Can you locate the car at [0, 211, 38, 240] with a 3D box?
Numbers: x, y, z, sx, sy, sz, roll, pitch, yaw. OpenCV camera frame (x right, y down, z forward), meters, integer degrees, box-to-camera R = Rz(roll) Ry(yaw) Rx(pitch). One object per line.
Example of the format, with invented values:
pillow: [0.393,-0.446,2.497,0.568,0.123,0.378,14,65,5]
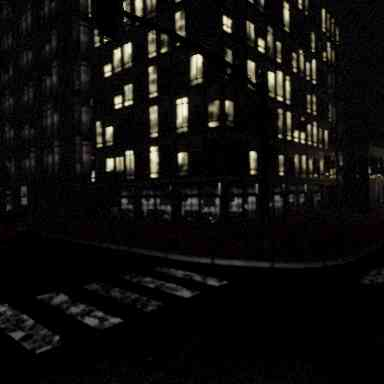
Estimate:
car: [-9.173,1.590,16.160,4.829,1.417,1.752,-1,0,42]
